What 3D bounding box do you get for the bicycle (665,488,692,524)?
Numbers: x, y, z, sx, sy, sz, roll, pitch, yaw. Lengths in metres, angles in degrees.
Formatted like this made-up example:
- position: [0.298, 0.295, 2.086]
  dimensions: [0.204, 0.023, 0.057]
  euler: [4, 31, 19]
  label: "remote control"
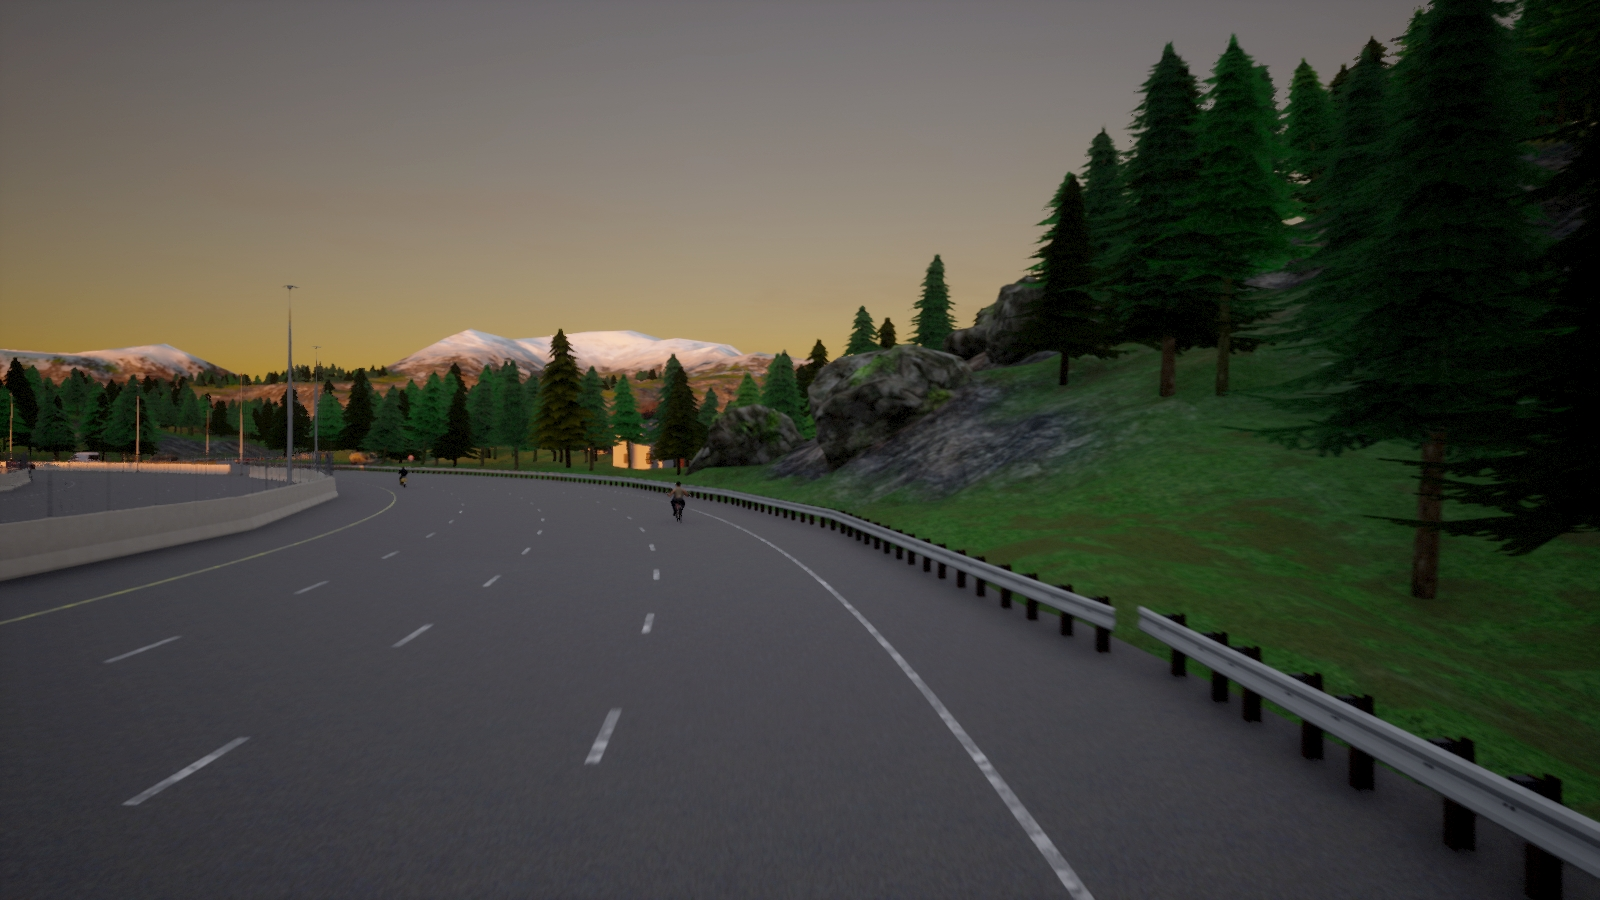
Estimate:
- position: [-4.715, 2.155, 44.289]
  dimensions: [0.859, 1.295, 1.487]
  euler: [0, 0, -12]
  label: "bicycle"
